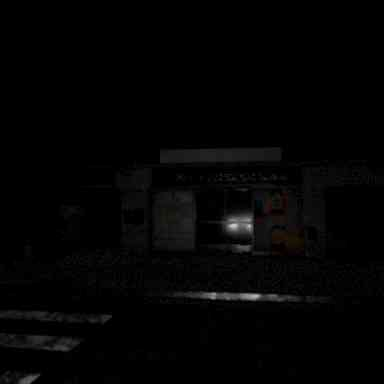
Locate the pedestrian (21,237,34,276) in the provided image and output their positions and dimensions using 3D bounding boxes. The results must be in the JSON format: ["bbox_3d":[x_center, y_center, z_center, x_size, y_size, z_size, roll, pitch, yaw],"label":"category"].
[{"bbox_3d":[-4.842,1.895,9.826,0.500,1.100,0.500,0,-2,9],"label":"pedestrian"}]
